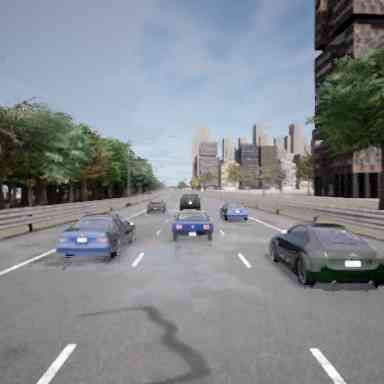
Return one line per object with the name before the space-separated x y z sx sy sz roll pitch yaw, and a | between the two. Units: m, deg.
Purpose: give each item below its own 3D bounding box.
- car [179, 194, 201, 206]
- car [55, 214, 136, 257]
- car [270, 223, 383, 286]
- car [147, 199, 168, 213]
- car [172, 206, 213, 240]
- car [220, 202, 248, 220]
car | -0.213 1.190 35.495 2.150 2.045 5.566 0 0 -1
car | -3.451 1.544 12.893 2.033 1.411 5.357 0 0 0
car | 3.567 1.561 9.395 1.994 1.385 4.181 0 0 0
car | -3.723 1.460 35.961 2.128 1.511 4.902 0 0 -1
car | 0.012 1.594 17.080 1.895 1.301 4.718 0 0 -1
car | 3.404 1.529 27.629 2.033 1.411 5.357 0 0 -1
